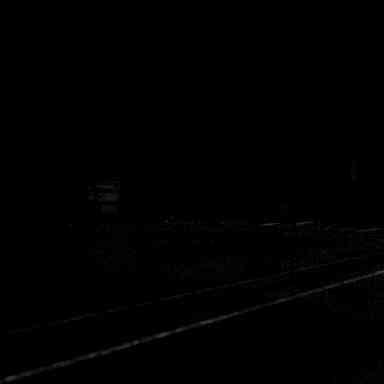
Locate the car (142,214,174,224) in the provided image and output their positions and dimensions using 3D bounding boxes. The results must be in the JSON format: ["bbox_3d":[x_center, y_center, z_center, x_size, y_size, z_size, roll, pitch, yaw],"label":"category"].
[{"bbox_3d":[-4.091,3.210,39.422,1.895,1.301,4.718,0,-5,-36],"label":"car"}]

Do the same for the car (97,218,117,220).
[{"bbox_3d":[-13.427,4.275,52.227,1.895,1.301,4.718,0,-5,-36],"label":"car"}]
